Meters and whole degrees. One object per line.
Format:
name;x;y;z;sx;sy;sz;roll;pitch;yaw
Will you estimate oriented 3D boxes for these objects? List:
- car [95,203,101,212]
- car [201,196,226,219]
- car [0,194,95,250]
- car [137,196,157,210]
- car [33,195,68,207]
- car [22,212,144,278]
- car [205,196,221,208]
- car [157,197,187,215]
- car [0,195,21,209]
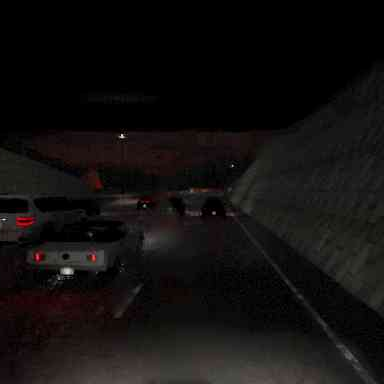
car;-8.793;1.274;26.614;1.812;1.442;4.674;0;1;3
car;1.687;1.286;25.931;1.812;1.442;4.674;0;1;3
car;-6.040;1.094;13.280;2.150;2.045;5.566;0;1;3
car;-4.709;1.163;36.504;1.837;1.490;4.892;0;0;3
car;-18.486;1.134;43.676;2.033;1.411;5.357;0;1;4
car;-2.733;1.507;9.865;1.895;1.301;4.718;0;1;3
car;2.612;1.214;41.906;1.895;1.301;4.718;0;1;3
car;-1.590;1.229;29.716;1.837;1.490;4.892;0;1;3
car;-22.279;1.154;38.933;1.812;1.442;4.674;0;1;3
